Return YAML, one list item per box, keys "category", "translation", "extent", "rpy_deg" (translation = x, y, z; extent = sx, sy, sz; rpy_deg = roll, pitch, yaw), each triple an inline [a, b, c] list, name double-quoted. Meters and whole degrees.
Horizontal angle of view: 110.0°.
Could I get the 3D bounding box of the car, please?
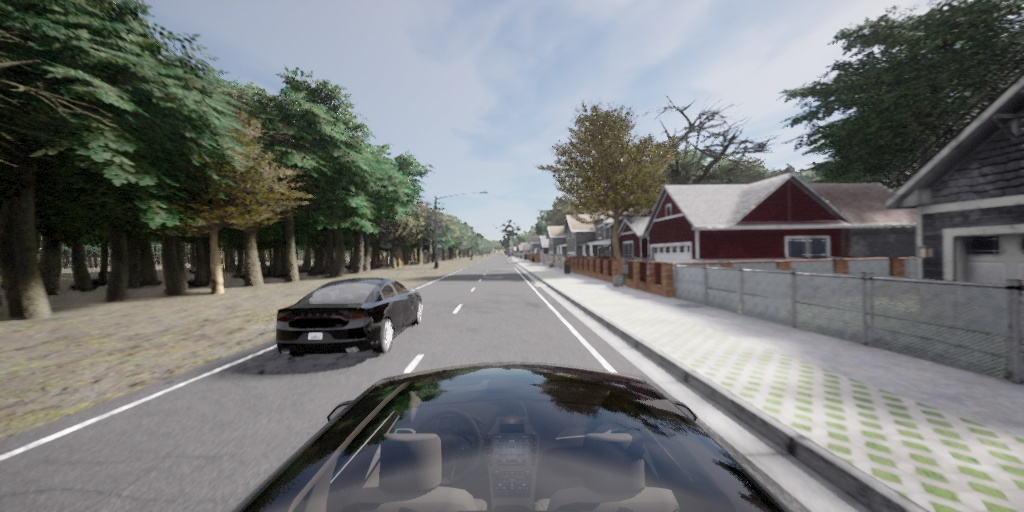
- category: "car"
  translation: [-3.544, 1.254, 8.796]
  extent: [1.882, 1.535, 5.008]
  rpy_deg: [-1, 0, -2]
